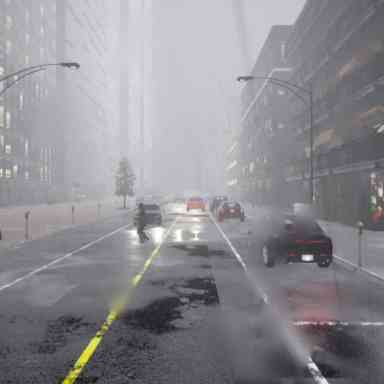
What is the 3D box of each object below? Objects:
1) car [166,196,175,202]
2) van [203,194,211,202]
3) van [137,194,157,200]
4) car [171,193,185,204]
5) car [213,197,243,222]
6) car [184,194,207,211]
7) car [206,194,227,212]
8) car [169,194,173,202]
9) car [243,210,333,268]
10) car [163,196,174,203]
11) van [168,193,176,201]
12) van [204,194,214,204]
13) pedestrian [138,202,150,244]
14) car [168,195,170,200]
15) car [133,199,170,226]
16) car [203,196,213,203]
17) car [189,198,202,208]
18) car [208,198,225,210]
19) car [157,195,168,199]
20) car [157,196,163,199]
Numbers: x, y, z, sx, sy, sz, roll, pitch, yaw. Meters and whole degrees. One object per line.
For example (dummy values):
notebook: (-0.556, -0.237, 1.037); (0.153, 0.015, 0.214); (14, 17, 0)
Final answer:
car: (-4.945, 1.522, 77.053); (1.802, 1.307, 4.206); (1, 0, 1)
van: (3.438, 1.281, 76.997); (1.690, 1.788, 3.998); (1, 0, 1)
van: (-5.322, 1.329, 37.530); (1.690, 1.788, 3.998); (1, 0, 1)
car: (-2.405, 1.193, 65.388); (2.150, 2.045, 5.566); (0, 0, 1)
car: (2.949, 1.435, 26.180); (1.967, 1.590, 4.097); (1, 0, 1)
car: (0.464, 1.339, 39.726); (2.097, 1.767, 4.553); (0, 0, 0)
car: (3.059, 1.304, 37.472); (2.192, 1.841, 5.009); (1, 0, 1)
car: (-5.107, 1.530, 60.115); (1.947, 1.339, 4.313); (1, 0, 1)
car: (3.108, 1.505, 11.296); (1.837, 1.490, 4.892); (0, 0, 1)
car: (-4.999, 1.500, 71.407); (2.008, 1.369, 4.403); (1, 0, 1)
van: (-4.888, 1.272, 82.699); (1.690, 1.788, 3.998); (1, 0, 1)
van: (3.329, 1.298, 65.704); (1.690, 1.788, 3.998); (1, 0, 1)
pedestrian: (-2.136, 1.292, 14.299); (0.375, 1.860, 0.375); (1, -1, 1)
car: (-5.162, 1.553, 54.468); (1.802, 1.307, 4.206); (1, 0, 1)
car: (-2.878, 1.499, 23.320); (1.837, 1.490, 4.892); (0, 0, 1)
car: (3.382, 1.500, 71.352); (2.008, 1.369, 4.403); (1, 0, 1)
car: (0.498, 1.578, 49.473); (1.895, 1.301, 4.718); (0, 0, 1)
car: (3.111, 1.528, 43.120); (1.887, 1.381, 4.507); (1, 0, 1)
car: (-5.213, 1.293, 48.823); (2.192, 1.841, 5.009); (1, 0, 1)
car: (-5.270, 1.528, 43.177); (1.887, 1.381, 4.507); (1, 0, 1)
